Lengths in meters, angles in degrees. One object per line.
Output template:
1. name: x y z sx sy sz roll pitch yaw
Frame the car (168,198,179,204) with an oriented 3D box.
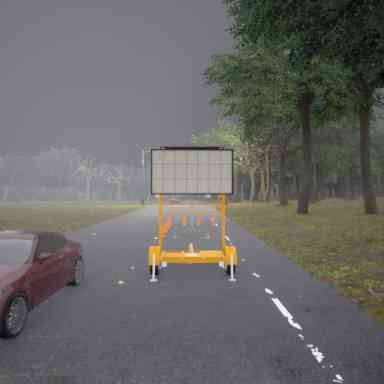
1. car: -3.589 1.812 66.692 1.994 1.385 4.181 0 -1 0

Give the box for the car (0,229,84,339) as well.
1. car: -3.609 1.532 6.704 1.812 1.442 4.674 0 0 0

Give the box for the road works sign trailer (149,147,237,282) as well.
1. road works sign trailer: -0.001 0.474 9.820 2.380 3.560 2.880 0 0 -1
